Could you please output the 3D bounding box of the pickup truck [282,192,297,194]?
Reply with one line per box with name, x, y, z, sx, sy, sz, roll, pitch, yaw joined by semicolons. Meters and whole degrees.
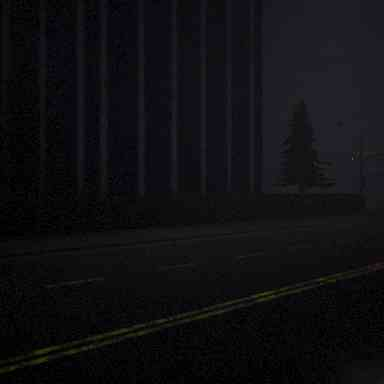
pickup truck;23.080;1.056;78.066;2.390;2.098;6.274;0;0;-6
